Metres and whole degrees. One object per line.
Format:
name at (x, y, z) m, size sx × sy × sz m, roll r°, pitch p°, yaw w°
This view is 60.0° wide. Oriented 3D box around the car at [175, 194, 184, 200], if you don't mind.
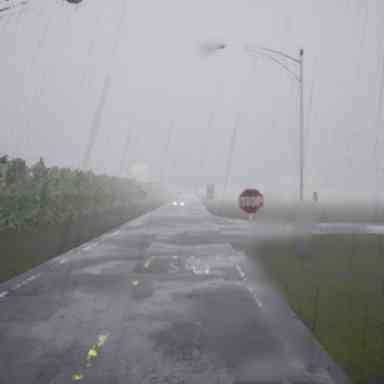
car at (-2.743, 1.017, 71.951) m, size 1.895 × 1.301 × 4.718 m, roll 0°, pitch 0°, yaw 0°
